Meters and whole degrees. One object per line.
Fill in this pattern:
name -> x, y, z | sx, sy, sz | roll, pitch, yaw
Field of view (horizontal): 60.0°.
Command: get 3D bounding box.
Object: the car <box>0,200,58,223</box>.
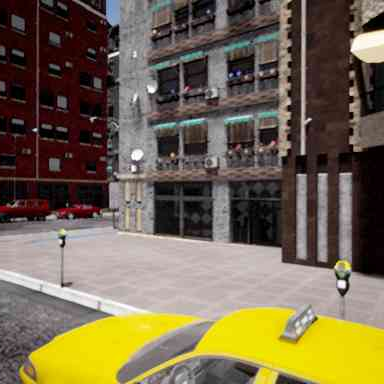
car -> -14.338, 1.550, 27.794 | 2.192, 1.841, 5.009 | -1, -2, 35

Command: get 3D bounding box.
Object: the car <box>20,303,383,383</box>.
car -> 0.540, 1.524, 2.489 | 4.829, 1.417, 1.752 | 0, 0, 36

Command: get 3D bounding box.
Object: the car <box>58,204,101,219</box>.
car -> -11.040, 1.882, 32.432 | 1.887, 1.381, 4.507 | -1, -2, 35
